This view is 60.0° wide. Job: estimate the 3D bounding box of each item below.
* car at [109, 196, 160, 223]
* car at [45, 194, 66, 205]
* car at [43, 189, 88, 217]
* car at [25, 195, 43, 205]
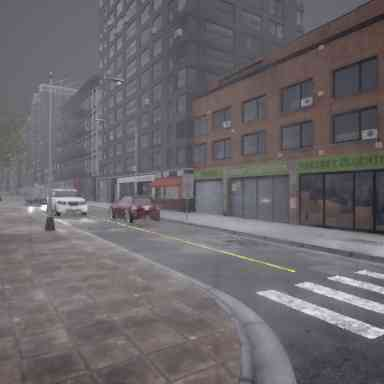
[{"bbox_3d":[-3.921,1.016,22.214,2.097,1.767,4.553,0,1,-32],"label":"car"},{"bbox_3d":[-18.739,0.935,45.577,1.994,1.385,4.181,0,0,-32],"label":"car"},{"bbox_3d":[-9.907,0.779,26.153,2.150,2.045,5.566,0,1,-32],"label":"car"},{"bbox_3d":[-19.851,1.035,42.008,1.895,1.301,4.718,0,0,-32],"label":"car"}]
